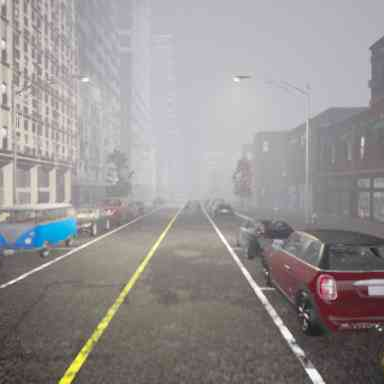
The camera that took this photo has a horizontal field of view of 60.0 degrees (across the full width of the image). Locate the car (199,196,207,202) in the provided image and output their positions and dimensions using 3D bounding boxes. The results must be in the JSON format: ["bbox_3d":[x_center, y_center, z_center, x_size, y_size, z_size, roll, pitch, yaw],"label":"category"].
[{"bbox_3d":[2.667,1.595,80.099,1.802,1.307,4.206,-1,0,0],"label":"car"}]

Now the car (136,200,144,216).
[{"bbox_3d":[-5.709,1.584,29.358,1.802,1.307,4.206,-1,0,0],"label":"car"}]

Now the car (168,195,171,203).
[{"bbox_3d":[-5.715,1.323,63.222,2.192,1.841,5.009,-1,0,0],"label":"car"}]

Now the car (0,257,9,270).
[{"bbox_3d":[-3.063,1.525,1.690,1.812,1.442,4.674,0,0,0],"label":"car"}]

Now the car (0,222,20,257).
[{"bbox_3d":[-5.669,1.566,6.782,1.947,1.339,4.313,-1,0,0],"label":"car"}]

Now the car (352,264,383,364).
[{"bbox_3d":[2.678,1.526,1.254,1.752,1.417,4.829,-1,0,0],"label":"car"}]

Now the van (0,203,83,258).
[{"bbox_3d":[-5.677,1.342,12.426,1.690,1.788,3.998,-1,0,0],"label":"van"}]

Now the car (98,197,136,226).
[{"bbox_3d":[-5.717,1.317,23.714,2.192,1.841,5.009,-1,0,0],"label":"car"}]

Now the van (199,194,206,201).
[{"bbox_3d":[2.662,1.356,85.744,1.690,1.788,3.998,-1,0,0],"label":"van"}]

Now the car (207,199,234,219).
[{"bbox_3d":[2.674,1.568,29.304,1.947,1.339,4.313,-1,0,0],"label":"car"}]

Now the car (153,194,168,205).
[{"bbox_3d":[-5.710,1.572,57.578,1.947,1.339,4.313,-1,0,0],"label":"car"}]

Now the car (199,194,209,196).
[{"bbox_3d":[2.669,1.558,57.524,2.008,1.369,4.403,-1,0,0],"label":"car"}]

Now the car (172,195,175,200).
[{"bbox_3d":[-5.715,1.583,91.442,1.947,1.339,4.313,-1,0,0],"label":"car"}]

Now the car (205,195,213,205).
[{"bbox_3d":[2.671,1.443,34.948,1.967,1.590,4.097,-1,0,0],"label":"car"}]

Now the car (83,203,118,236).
[{"bbox_3d":[-5.688,1.552,18.070,2.008,1.369,4.403,-1,0,0],"label":"car"}]

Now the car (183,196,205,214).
[{"bbox_3d":[0.095,1.495,35.427,2.128,1.511,4.902,0,0,0],"label":"car"}]

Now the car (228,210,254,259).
[{"bbox_3d":[2.677,1.567,12.372,1.947,1.339,4.313,-1,0,0],"label":"car"}]

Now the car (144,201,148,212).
[{"bbox_3d":[-5.707,1.569,35.002,1.947,1.339,4.313,-1,0,0],"label":"car"}]

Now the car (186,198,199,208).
[{"bbox_3d":[0.093,1.606,48.507,1.895,1.301,4.718,0,0,0],"label":"car"}]

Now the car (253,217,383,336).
[{"bbox_3d":[2.676,1.441,6.727,1.967,1.590,4.097,-1,0,0],"label":"car"}]
